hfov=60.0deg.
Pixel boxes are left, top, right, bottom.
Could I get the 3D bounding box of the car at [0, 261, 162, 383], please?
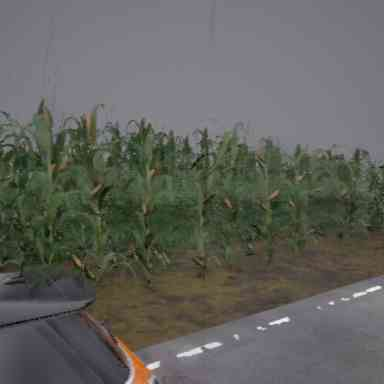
[{"bbox_3d":[-2.302,1.355,1.421,4.553,1.767,2.097,0,0,-36],"label":"car"}]
